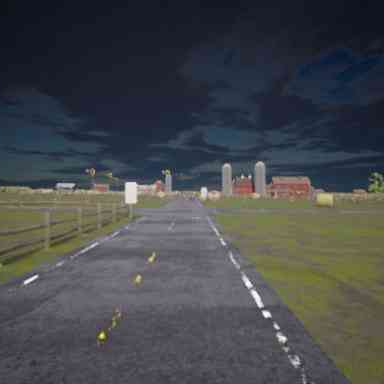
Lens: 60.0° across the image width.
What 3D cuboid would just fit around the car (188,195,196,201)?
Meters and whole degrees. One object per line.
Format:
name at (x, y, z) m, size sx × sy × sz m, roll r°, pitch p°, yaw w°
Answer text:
car at (0.014, 1.491, 86.197) m, size 1.812 × 1.442 × 4.674 m, roll 0°, pitch 0°, yaw 0°

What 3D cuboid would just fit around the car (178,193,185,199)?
car at (-2.737, 1.087, 91.236) m, size 1.837 × 1.490 × 4.892 m, roll 0°, pitch 0°, yaw 0°
